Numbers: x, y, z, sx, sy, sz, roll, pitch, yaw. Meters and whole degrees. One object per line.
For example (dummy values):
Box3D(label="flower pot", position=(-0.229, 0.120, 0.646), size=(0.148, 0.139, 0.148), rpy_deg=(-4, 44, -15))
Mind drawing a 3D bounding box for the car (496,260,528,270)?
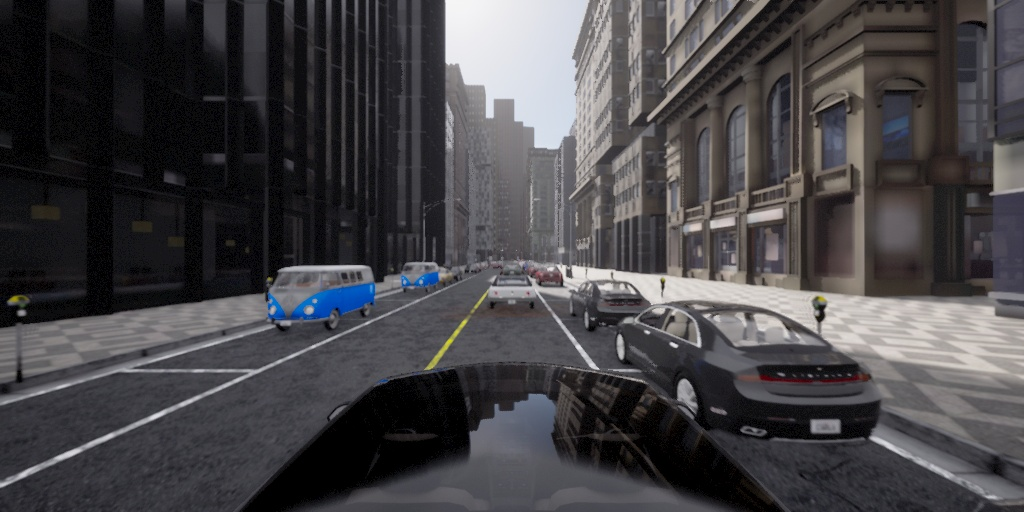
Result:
Box3D(label="car", position=(0.005, 1.377, 30.910), size=(2.097, 1.767, 4.553), rpy_deg=(0, -1, 0))

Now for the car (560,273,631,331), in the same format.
Box3D(label="car", position=(2.858, 1.389, 11.090), size=(2.007, 1.370, 4.403), rpy_deg=(0, 0, 0))

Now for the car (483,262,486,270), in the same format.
Box3D(label="car", position=(-5.663, 1.817, 56.272), size=(1.888, 1.381, 4.507), rpy_deg=(0, 0, 0))

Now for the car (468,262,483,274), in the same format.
Box3D(label="car", position=(-5.664, 1.783, 50.624), size=(1.948, 1.339, 4.313), rpy_deg=(0, 0, 0))

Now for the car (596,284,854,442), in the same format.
Box3D(label="car", position=(2.858, 1.335, 5.441), size=(2.007, 1.370, 4.403), rpy_deg=(0, 0, 0))

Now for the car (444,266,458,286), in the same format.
Box3D(label="car", position=(-5.665, 1.524, 27.860), size=(1.751, 1.417, 4.829), rpy_deg=(0, 0, 0))

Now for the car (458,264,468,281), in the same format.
Box3D(label="car", position=(-5.665, 1.619, 33.679), size=(1.948, 1.339, 4.313), rpy_deg=(0, 0, 0))

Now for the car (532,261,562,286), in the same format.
Box3D(label="car", position=(2.860, 1.439, 28.035), size=(1.967, 1.591, 4.097), rpy_deg=(0, 0, 0))

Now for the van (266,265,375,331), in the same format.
Box3D(label="van", position=(-5.667, 1.179, 11.084), size=(1.690, 1.789, 3.998), rpy_deg=(0, 0, 0))

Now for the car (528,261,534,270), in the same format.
Box3D(label="car", position=(2.860, 1.548, 39.331), size=(1.967, 1.591, 4.097), rpy_deg=(0, 0, 0))

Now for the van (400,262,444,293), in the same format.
Box3D(label="van", position=(-5.666, 1.286, 22.381), size=(1.690, 1.789, 3.998), rpy_deg=(0, 0, 0))

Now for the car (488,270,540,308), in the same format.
Box3D(label="car", position=(0.003, 1.485, 15.943), size=(1.895, 1.301, 4.718), rpy_deg=(0, -1, 0))
